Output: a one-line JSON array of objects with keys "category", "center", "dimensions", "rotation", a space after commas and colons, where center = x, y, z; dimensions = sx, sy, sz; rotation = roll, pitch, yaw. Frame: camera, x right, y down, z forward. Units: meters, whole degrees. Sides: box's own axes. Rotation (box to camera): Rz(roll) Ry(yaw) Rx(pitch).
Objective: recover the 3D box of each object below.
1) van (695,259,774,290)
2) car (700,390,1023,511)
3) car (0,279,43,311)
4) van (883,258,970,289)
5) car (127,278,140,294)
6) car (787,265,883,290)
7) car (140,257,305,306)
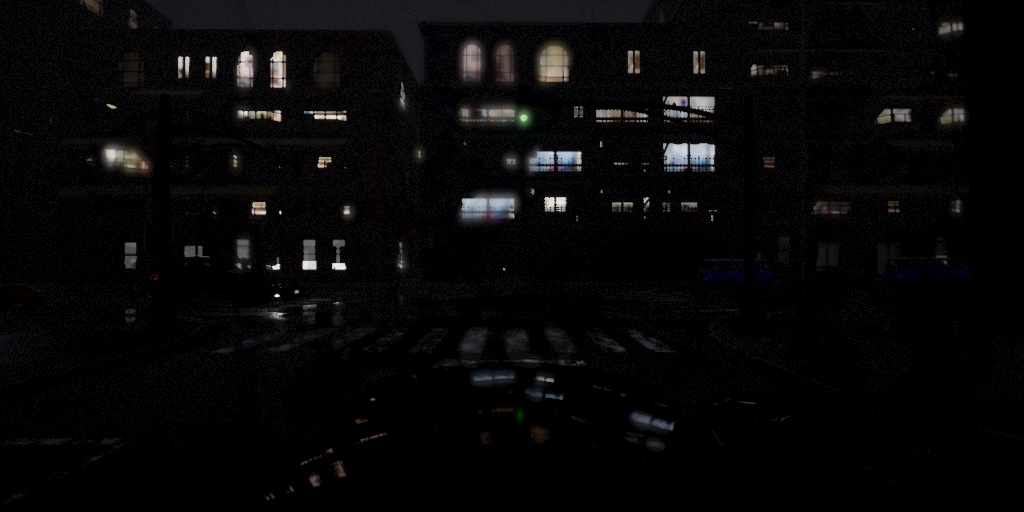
[{"category": "van", "center": [13.041, 1.050, 21.078], "dimensions": [3.998, 1.789, 1.690], "rotation": [0, 0, 0]}, {"category": "car", "center": [2.568, 1.316, 1.481], "dimensions": [1.948, 1.339, 4.313], "rotation": [0, 0, 0]}, {"category": "car", "center": [-19.680, 1.267, 12.813], "dimensions": [4.097, 1.591, 1.967], "rotation": [0, 0, 0]}, {"category": "van", "center": [24.322, 0.982, 21.167], "dimensions": [3.998, 1.789, 1.690], "rotation": [0, 0, 0]}, {"category": "car", "center": [-19.743, 1.469, 20.951], "dimensions": [4.403, 1.370, 2.007], "rotation": [0, 0, 0]}, {"category": "car", "center": [18.682, 1.257, 21.122], "dimensions": [4.207, 1.307, 1.802], "rotation": [0, 0, 0]}, {"category": "car", "center": [-12.129, 1.125, 15.577], "dimensions": [5.566, 2.045, 2.150], "rotation": [2, -1, 0]}]
